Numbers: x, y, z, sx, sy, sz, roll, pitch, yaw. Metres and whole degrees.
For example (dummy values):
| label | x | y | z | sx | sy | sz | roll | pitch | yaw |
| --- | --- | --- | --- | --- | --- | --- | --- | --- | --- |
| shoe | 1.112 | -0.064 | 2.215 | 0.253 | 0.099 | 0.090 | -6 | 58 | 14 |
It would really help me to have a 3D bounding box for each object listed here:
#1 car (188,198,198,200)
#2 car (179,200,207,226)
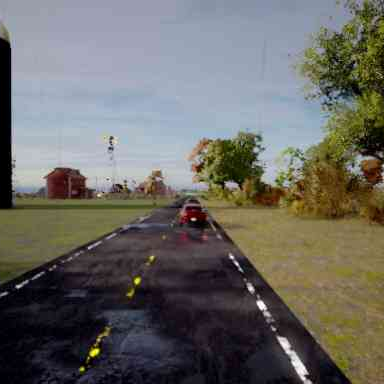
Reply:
| label | x | y | z | sx | sy | sz | roll | pitch | yaw |
| --- | --- | --- | --- | --- | --- | --- | --- | --- | --- |
| car | 0.102 | 1.581 | 42.129 | 1.837 | 1.490 | 4.892 | 0 | 0 | 0 |
| car | 0.101 | 1.549 | 23.181 | 1.812 | 1.442 | 4.674 | 0 | 0 | 0 |
